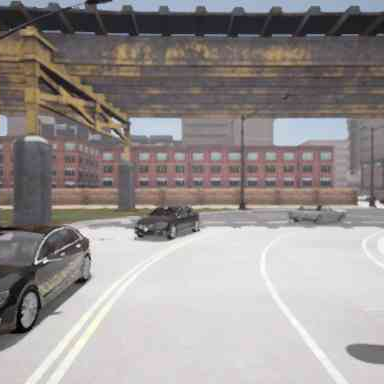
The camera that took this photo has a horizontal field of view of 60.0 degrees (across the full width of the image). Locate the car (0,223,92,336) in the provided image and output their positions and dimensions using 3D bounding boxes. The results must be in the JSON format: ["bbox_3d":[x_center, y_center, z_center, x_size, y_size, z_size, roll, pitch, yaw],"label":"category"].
[{"bbox_3d":[-3.479,1.476,6.763,1.837,1.490,4.892,0,0,0],"label":"car"}]

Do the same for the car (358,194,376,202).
[{"bbox_3d":[33.862,1.012,66.514,1.853,1.218,4.536,0,0,-34],"label":"car"}]

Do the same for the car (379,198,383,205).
[{"bbox_3d":[29.358,1.253,46.959,2.038,1.542,4.974,0,0,-29],"label":"car"}]

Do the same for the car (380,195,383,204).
[{"bbox_3d":[29.333,1.095,47.003,1.853,1.218,4.536,0,0,-29],"label":"car"}]

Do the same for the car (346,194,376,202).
[{"bbox_3d":[33.833,1.169,66.557,2.038,1.542,4.974,0,0,-34],"label":"car"}]

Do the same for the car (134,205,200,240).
[{"bbox_3d":[-1.101,1.432,16.931,1.837,1.490,4.892,0,0,23],"label":"car"}]

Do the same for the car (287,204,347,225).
[{"bbox_3d":[8.866,1.501,23.321,4.718,1.301,1.895,0,0,-37],"label":"car"}]
